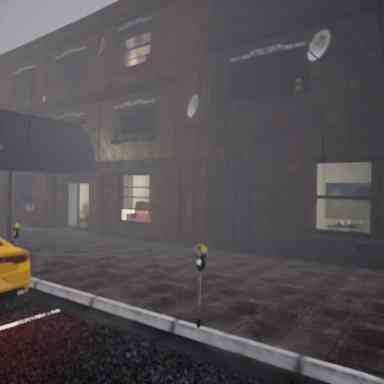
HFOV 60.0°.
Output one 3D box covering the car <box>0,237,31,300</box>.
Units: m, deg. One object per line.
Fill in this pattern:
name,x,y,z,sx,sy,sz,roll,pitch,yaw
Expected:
car,-5.470,1.427,7.141,5.008,1.535,1.882,0,0,35
